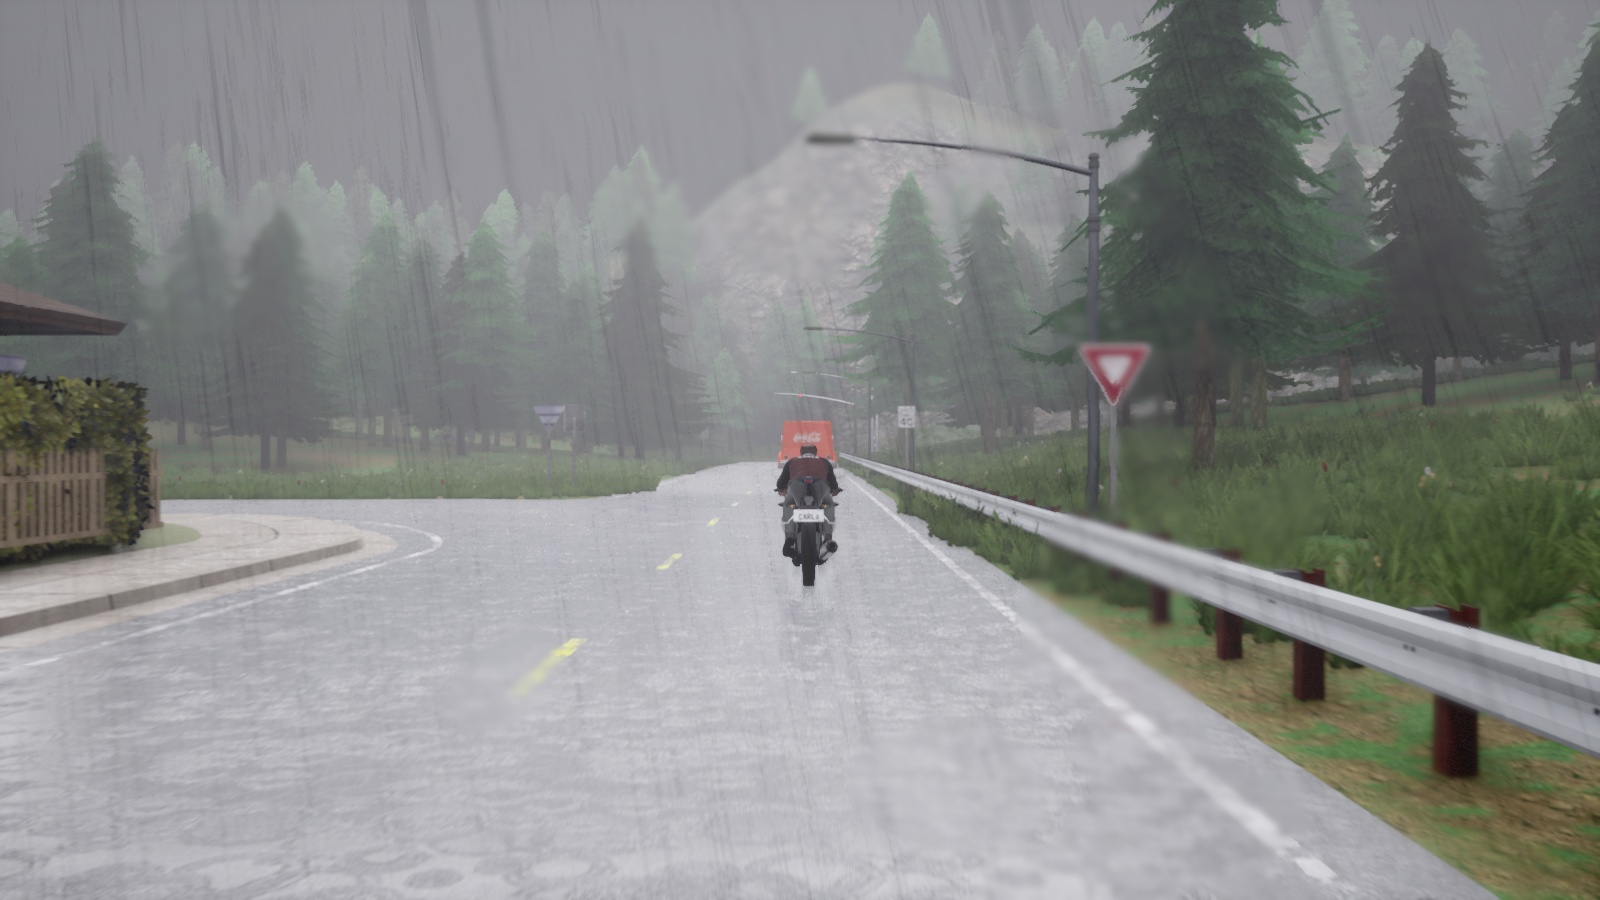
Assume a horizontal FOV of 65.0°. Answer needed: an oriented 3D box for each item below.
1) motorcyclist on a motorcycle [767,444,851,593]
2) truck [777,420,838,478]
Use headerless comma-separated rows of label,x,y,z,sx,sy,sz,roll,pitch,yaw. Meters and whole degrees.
motorcyclist on a motorcycle,0.095,0.702,14.059,0.866,1.530,2.191,0,0,0
truck,0.338,-0.060,56.690,2.627,2.467,5.204,0,0,0
